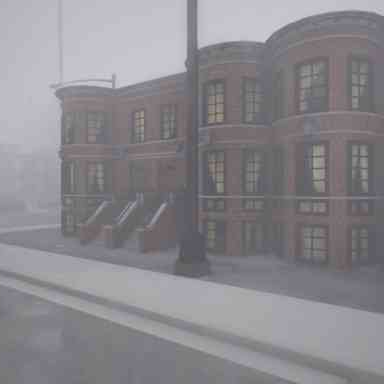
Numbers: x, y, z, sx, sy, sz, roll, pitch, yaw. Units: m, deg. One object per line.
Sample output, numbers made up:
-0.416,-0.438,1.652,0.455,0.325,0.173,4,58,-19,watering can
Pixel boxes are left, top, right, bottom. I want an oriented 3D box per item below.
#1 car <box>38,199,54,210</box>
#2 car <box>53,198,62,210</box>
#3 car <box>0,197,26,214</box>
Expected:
-17.260,1.478,42.899,1.882,1.535,5.008,0,0,35,car
-14.194,1.601,41.171,1.895,1.301,4.718,0,0,36,car
-19.473,1.352,33.762,2.097,1.767,4.553,0,0,35,car
